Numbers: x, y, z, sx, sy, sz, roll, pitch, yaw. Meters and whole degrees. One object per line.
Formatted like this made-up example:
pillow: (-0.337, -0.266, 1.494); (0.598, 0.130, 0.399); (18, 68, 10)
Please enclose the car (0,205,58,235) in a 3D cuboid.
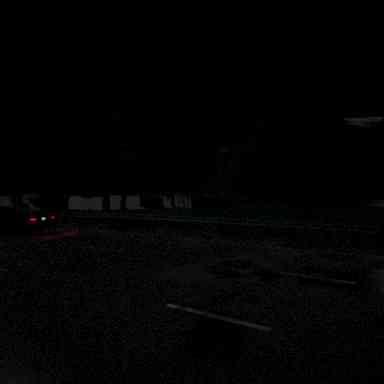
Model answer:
car: (-9.548, 1.360, 17.207); (5.357, 1.411, 2.033); (0, 1, 23)
